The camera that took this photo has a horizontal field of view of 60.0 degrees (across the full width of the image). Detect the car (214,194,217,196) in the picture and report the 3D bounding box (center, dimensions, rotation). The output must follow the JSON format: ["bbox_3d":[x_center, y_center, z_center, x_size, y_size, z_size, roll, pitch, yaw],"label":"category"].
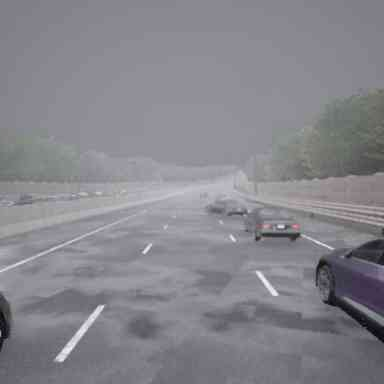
[{"bbox_3d":[4.531,1.164,48.548,1.994,1.385,4.181,0,1,2],"label":"car"}]

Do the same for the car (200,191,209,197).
[{"bbox_3d":[2.849,0.618,81.167,2.128,1.511,4.902,0,1,4],"label":"car"}]

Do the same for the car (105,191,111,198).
[{"bbox_3d":[-18.530,0.490,76.188,1.837,1.490,4.892,0,1,4],"label":"car"}]

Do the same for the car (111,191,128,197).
[{"bbox_3d":[-15.290,0.725,71.959,2.128,1.511,4.902,0,1,3],"label":"car"}]

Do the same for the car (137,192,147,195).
[{"bbox_3d":[-11.492,0.662,76.580,2.128,1.511,4.902,0,1,4],"label":"car"}]

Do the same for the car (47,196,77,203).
[{"bbox_3d":[-13.530,1.170,34.963,2.128,1.511,4.902,0,0,2],"label":"car"}]

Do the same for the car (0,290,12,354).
[{"bbox_3d":[-3.391,1.479,2.609,1.837,1.490,4.892,0,1,0],"label":"car"}]

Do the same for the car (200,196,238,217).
[{"bbox_3d":[2.777,1.329,28.261,1.994,1.385,4.181,0,1,-29],"label":"car"}]

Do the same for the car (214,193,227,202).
[{"bbox_3d":[5.038,0.972,59.425,2.128,1.511,4.902,0,1,3],"label":"car"}]

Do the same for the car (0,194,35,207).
[{"bbox_3d":[-17.119,1.045,32.194,2.097,1.767,4.553,0,1,2],"label":"car"}]

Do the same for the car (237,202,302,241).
[{"bbox_3d":[3.613,1.416,15.881,2.033,1.411,5.357,0,0,1],"label":"car"}]

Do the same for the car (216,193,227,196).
[{"bbox_3d":[4.124,1.169,37.662,1.882,1.535,5.008,0,0,2],"label":"car"}]

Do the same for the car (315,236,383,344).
[{"bbox_3d":[3.510,1.391,4.986,2.033,1.649,4.856,0,0,0],"label":"car"}]

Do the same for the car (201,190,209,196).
[{"bbox_3d":[3.634,0.356,91.758,1.812,1.442,4.674,0,2,5],"label":"car"}]
